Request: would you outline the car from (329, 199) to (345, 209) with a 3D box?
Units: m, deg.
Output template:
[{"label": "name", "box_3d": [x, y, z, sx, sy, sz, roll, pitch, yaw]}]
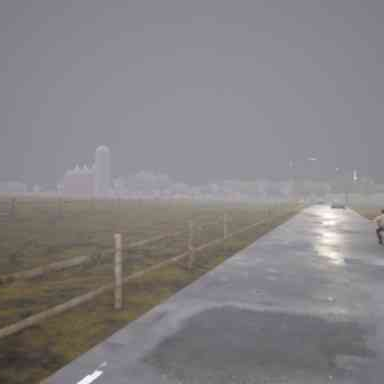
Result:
[{"label": "car", "box_3d": [22.703, 1.981, 51.833, 1.994, 1.385, 4.181, -1, -1, 23]}]

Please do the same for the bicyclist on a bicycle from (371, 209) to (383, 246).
[{"label": "bicyclist on a bicycle", "box_3d": [8.027, 1.521, 13.965, 0.866, 1.612, 1.509, -1, -1, 22]}]

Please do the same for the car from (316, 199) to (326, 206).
[{"label": "car", "box_3d": [28.579, 2.269, 73.778, 2.033, 1.411, 5.357, -1, -1, 22]}]

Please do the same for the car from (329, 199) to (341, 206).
[{"label": "car", "box_3d": [29.103, 2.165, 67.780, 2.033, 1.411, 5.357, -1, -1, 22]}]
